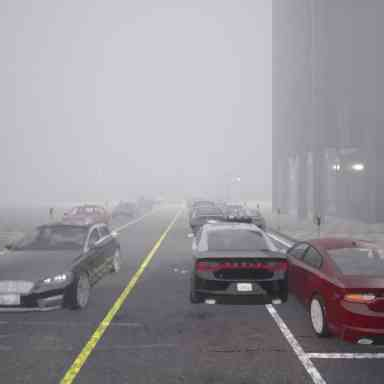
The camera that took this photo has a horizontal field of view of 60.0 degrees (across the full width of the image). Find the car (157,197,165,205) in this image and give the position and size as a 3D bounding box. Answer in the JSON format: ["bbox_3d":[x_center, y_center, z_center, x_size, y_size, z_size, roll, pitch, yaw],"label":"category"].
[{"bbox_3d":[-5.590,1.516,57.241,2.008,1.369,4.403,0,0,0],"label":"car"}]

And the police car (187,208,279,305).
[{"bbox_3d":[0.911,1.426,8.300,1.930,1.638,5.238,0,0,0],"label":"police car"}]

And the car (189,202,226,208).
[{"bbox_3d":[0.891,1.502,18.190,1.837,1.490,4.892,0,0,0],"label":"car"}]

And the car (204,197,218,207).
[{"bbox_3d":[2.918,1.522,51.575,2.008,1.369,4.403,0,0,0],"label":"car"}]

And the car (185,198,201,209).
[{"bbox_3d":[0.169,1.525,45.849,2.033,1.411,5.357,0,0,1],"label":"car"}]

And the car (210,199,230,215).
[{"bbox_3d":[2.866,1.512,34.822,1.752,1.417,4.829,0,0,0],"label":"car"}]

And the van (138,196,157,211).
[{"bbox_3d":[-5.643,1.323,40.318,1.690,1.788,3.998,0,0,0],"label":"van"}]

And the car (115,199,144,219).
[{"bbox_3d":[-5.677,1.557,29.037,1.947,1.339,4.313,0,0,0],"label":"car"}]

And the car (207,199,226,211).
[{"bbox_3d":[2.883,1.533,40.293,2.008,1.369,4.403,0,0,0],"label":"car"}]

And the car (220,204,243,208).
[{"bbox_3d":[2.813,1.548,17.730,2.008,1.369,4.403,0,0,0],"label":"car"}]

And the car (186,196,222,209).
[{"bbox_3d":[0.821,1.346,24.161,2.097,1.767,4.553,0,0,0],"label":"car"}]

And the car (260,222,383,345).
[{"bbox_3d":[2.778,1.544,6.449,1.887,1.381,4.507,0,0,0],"label":"car"}]

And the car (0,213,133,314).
[{"bbox_3d":[-2.977,1.490,7.876,2.128,1.511,4.902,0,0,0],"label":"car"}]

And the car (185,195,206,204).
[{"bbox_3d":[0.762,1.447,64.739,1.882,1.535,5.008,0,0,32],"label":"car"}]

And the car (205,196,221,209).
[{"bbox_3d":[2.900,1.417,45.934,1.967,1.590,4.097,0,0,0],"label":"car"}]

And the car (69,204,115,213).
[{"bbox_3d":[-5.713,1.437,17.754,1.967,1.590,4.097,0,0,0],"label":"car"}]
